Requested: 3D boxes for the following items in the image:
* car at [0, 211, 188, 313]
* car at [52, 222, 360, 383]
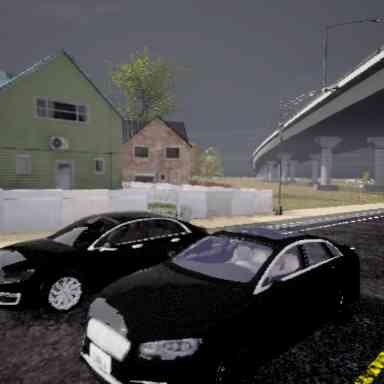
[{"bbox_3d":[-1.614,1.203,7.034,4.892,1.490,1.837,0,3,-45],"label":"car"},{"bbox_3d":[0.865,1.336,4.918,4.902,1.511,2.128,0,3,-45],"label":"car"}]
